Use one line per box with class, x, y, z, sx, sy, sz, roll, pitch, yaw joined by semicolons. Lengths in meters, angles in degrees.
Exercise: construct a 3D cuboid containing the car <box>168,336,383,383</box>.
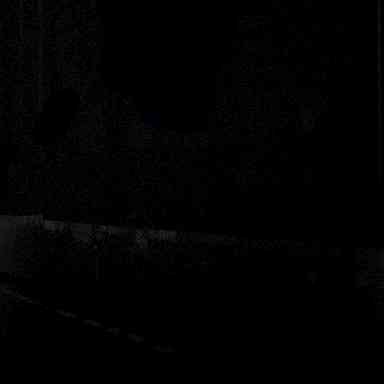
car;1.653;1.563;1.787;4.313;1.339;1.947;0;0;36
